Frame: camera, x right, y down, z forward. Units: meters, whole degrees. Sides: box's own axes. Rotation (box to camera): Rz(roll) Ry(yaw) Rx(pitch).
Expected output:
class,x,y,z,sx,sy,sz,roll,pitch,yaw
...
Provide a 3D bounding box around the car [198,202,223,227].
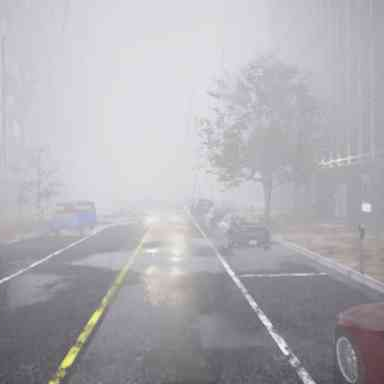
class,x,y,z,sx,sy,sz,roll,pitch,yaw
car,1.703,1.526,19.501,2.008,1.369,4.403,-1,0,-3

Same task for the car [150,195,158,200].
class,x,y,z,sx,sy,sz,roll,pitch,yaw
car,-10.726,1.537,92.939,1.947,1.339,4.313,0,0,-3

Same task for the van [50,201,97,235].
class,x,y,z,sx,sy,sz,roll,pitch,yaw
van,-6.667,1.409,19.045,1.690,1.788,3.998,-1,0,-3

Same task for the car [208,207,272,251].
class,x,y,z,sx,sy,sz,roll,pitch,yaw
car,2.016,1.526,13.817,2.008,1.369,4.403,-1,0,-3

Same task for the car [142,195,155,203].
class,x,y,z,sx,sy,sz,roll,pitch,yaw
car,-9.476,1.560,70.202,1.887,1.381,4.507,0,0,-3

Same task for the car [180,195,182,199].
class,x,y,z,sx,sy,sz,roll,pitch,yaw
car,-1.420,1.478,76.339,1.947,1.339,4.313,0,0,-3

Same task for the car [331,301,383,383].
class,x,y,z,sx,sy,sz,roll,pitch,yaw
car,2.640,1.553,2.449,1.802,1.307,4.206,-1,0,-3

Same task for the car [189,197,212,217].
class,x,y,z,sx,sy,sz,roll,pitch,yaw
car,1.077,1.408,30.869,1.967,1.590,4.097,-1,0,-3

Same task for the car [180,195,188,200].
class,x,y,z,sx,sy,sz,roll,pitch,yaw
car,-2.045,1.456,87.706,1.947,1.339,4.313,0,0,-3

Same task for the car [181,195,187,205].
class,x,y,z,sx,sy,sz,roll,pitch,yaw
car,-0.483,1.485,59.288,1.887,1.381,4.507,-1,0,-3

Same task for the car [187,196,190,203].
class,x,y,z,sx,sy,sz,roll,pitch,yaw
car,0.765,1.404,36.552,1.967,1.590,4.097,-1,0,-3

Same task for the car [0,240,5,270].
class,x,y,z,sx,sy,sz,roll,pitch,yaw
car,-3.015,1.385,1.605,2.097,1.767,4.553,-1,0,-3
